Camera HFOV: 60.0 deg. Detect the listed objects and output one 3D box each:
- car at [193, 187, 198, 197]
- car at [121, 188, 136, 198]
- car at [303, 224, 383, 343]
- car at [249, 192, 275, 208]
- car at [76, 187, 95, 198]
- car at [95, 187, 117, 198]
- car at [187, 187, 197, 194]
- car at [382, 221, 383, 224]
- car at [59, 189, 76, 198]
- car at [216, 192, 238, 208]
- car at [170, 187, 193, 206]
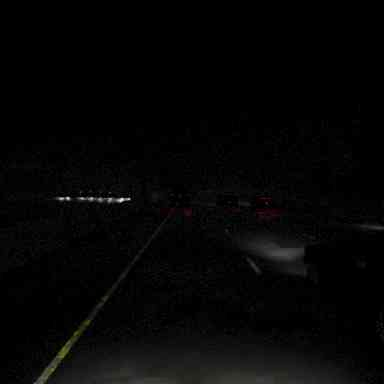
[{"bbox_3d":[0.032,-0.108,60.303,2.097,1.767,4.553,0,2,1],"label":"car"},{"bbox_3d":[-10.524,0.165,55.509,2.128,1.511,4.902,0,2,1],"label":"car"},{"bbox_3d":[3.601,1.512,5.945,1.895,1.301,4.718,0,1,0],"label":"car"},{"bbox_3d":[7.107,0.782,33.975,2.128,1.511,4.902,0,2,0],"label":"car"},{"bbox_3d":[-17.514,-0.012,56.851,2.097,1.767,4.553,0,2,1],"label":"car"},{"bbox_3d":[-14.022,0.027,55.499,2.097,1.767,4.553,0,2,1],"label":"car"},{"bbox_3d":[0.014,-0.305,71.193,1.994,1.385,4.181,0,2,0],"label":"car"},{"bbox_3d":[10.603,1.307,14.482,2.033,1.411,5.357,0,1,0],"label":"car"},{"bbox_3d":[-21.011,0.202,56.709,1.994,1.385,4.181,0,2,1],"label":"car"},{"bbox_3d":[3.607,0.746,34.722,1.882,1.535,5.008,0,2,0],"label":"car"},{"bbox_3d":[-1.218,0.443,36.445,2.150,2.045,5.566,0,2,0],"label":"car"}]
